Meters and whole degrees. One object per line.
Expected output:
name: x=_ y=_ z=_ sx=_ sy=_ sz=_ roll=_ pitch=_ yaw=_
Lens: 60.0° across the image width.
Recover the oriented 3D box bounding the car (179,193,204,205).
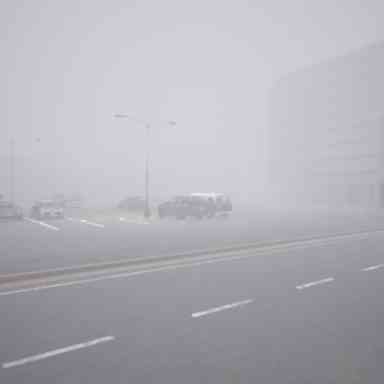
car: x=-0.137 y=1.366 z=72.857 sx=1.882 sy=1.535 sz=5.008 roll=0 pitch=0 yaw=-35

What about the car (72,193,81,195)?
car: x=-20.974 y=1.199 z=59.805 sx=1.932 sy=1.855 sz=4.605 roll=0 pitch=0 yaw=-35

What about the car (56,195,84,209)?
car: x=-15.553 y=1.444 z=42.336 sx=1.970 sy=1.475 sz=3.806 roll=0 pitch=0 yaw=-35

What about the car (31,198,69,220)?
car: x=-11.596 y=1.448 z=26.662 sx=1.970 sy=1.475 sz=3.806 roll=0 pitch=0 yaw=-35

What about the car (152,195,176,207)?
car: x=-5.679 y=1.584 z=62.506 sx=2.033 sy=1.411 sz=5.357 roll=0 pitch=0 yaw=-35

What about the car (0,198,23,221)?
car: x=-13.966 y=1.418 z=24.999 sx=1.784 sy=1.438 sz=3.905 roll=0 pitch=0 yaw=-35

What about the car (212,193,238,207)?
car: x=6.572 y=1.509 z=63.434 sx=1.882 sy=1.535 sz=5.008 roll=0 pitch=0 yaw=-35

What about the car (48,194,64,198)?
car: x=-23.374 y=1.203 z=58.187 sx=1.905 sy=1.878 sz=3.866 roll=0 pitch=0 yaw=-35
